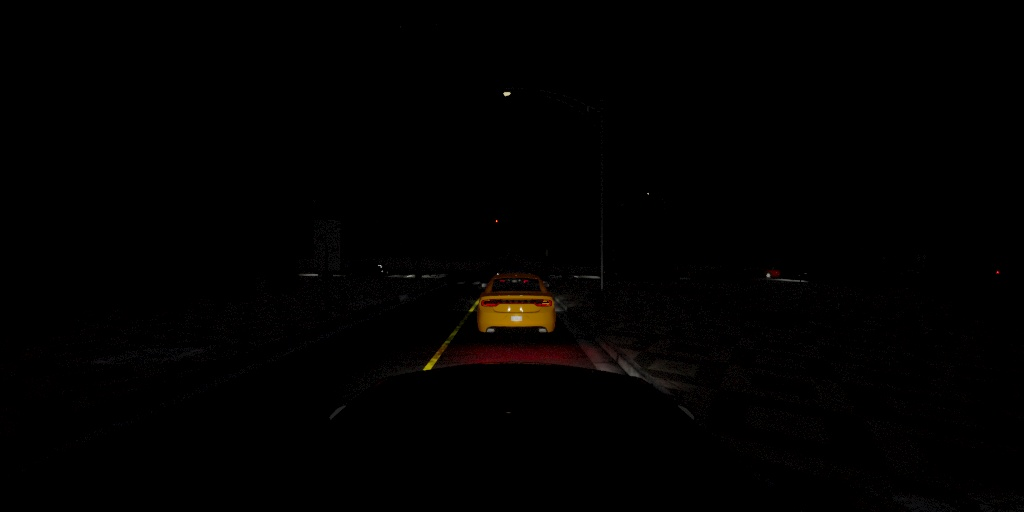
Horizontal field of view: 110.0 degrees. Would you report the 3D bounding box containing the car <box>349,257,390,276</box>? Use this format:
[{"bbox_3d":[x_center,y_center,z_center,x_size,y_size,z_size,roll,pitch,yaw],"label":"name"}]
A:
[{"bbox_3d":[-13.877,0.929,33.575,4.553,1.767,2.097,1,0,1],"label":"car"}]

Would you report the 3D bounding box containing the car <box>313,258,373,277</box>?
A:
[{"bbox_3d":[-14.760,1.116,30.863,4.403,1.370,2.007,0,0,0],"label":"car"}]

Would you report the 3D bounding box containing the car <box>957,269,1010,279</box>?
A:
[{"bbox_3d":[40.371,1.995,30.912,4.207,1.307,1.802,0,0,0],"label":"car"}]

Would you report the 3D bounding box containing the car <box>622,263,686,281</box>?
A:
[{"bbox_3d":[12.147,1.524,30.936,4.313,1.339,1.948,0,0,0],"label":"car"}]

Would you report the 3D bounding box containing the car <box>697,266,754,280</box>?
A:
[{"bbox_3d":[21.824,1.706,36.786,4.718,1.301,1.895,1,0,0],"label":"car"}]

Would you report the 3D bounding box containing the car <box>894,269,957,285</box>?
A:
[{"bbox_3d":[34.720,1.864,30.917,4.507,1.381,1.888,0,0,0],"label":"car"}]

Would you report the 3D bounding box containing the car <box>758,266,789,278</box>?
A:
[{"bbox_3d":[29.092,1.766,39.447,4.507,1.381,1.888,0,0,0],"label":"car"}]

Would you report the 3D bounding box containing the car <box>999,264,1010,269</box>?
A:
[{"bbox_3d":[48.972,1.779,33.564,5.566,2.045,2.150,1,0,0],"label":"car"}]

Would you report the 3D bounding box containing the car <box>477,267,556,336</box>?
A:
[{"bbox_3d":[0.105,1.227,10.385,1.882,1.535,5.008,0,0,0],"label":"car"}]

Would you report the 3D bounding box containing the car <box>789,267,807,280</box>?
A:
[{"bbox_3d":[31.890,1.773,36.768,4.892,1.490,1.837,1,0,0],"label":"car"}]

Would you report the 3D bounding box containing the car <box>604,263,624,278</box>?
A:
[{"bbox_3d":[11.907,1.456,36.794,4.892,1.490,1.837,1,0,0],"label":"car"}]

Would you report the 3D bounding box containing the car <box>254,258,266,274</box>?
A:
[{"bbox_3d":[-23.875,0.930,33.629,4.902,1.511,2.128,1,0,0],"label":"car"}]

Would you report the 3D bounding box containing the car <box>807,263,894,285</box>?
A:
[{"bbox_3d":[29.077,1.540,30.922,5.009,1.841,2.192,0,0,0],"label":"car"}]

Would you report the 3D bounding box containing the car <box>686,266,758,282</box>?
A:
[{"bbox_3d":[17.960,1.571,30.932,4.829,1.417,1.751,0,0,0],"label":"car"}]

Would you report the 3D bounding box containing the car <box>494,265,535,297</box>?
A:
[{"bbox_3d":[0.114,1.297,20.211,2.033,1.411,5.357,0,0,0],"label":"car"}]
